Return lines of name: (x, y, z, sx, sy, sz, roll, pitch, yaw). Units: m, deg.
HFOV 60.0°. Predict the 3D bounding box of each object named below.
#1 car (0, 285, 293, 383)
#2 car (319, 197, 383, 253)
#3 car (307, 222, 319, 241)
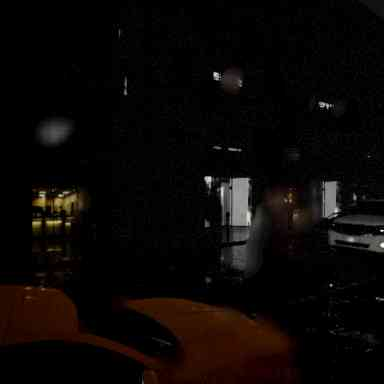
car: (-1.351, 1.478, 2.350, 5.008, 1.535, 1.882, 0, 0, -36)
car: (7.492, 1.222, 12.585, 5.566, 2.045, 2.150, 0, 0, -36)
car: (7.172, 1.583, 15.538, 4.206, 1.307, 1.802, 0, 0, -35)
